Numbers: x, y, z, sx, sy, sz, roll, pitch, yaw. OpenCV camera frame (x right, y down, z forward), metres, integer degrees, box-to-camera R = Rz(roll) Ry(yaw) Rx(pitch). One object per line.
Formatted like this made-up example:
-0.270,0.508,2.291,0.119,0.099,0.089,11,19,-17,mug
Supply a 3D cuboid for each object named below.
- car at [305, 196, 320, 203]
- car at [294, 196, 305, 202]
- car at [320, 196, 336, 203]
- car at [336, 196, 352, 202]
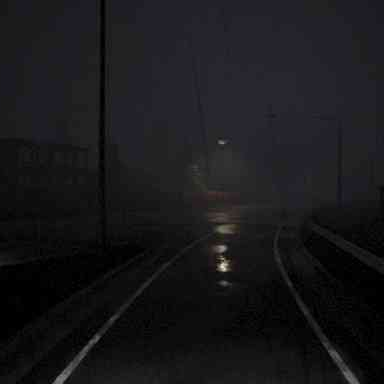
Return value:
30.752,1.902,83.806,1.882,1.535,5.008,0,0,33,car
27.807,1.917,85.697,1.837,1.490,4.892,0,0,33,car
33.696,1.971,81.915,2.033,1.411,5.357,0,0,33,car
36.642,1.938,80.024,1.837,1.490,4.892,0,0,33,car
